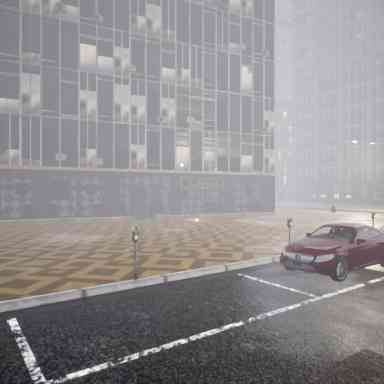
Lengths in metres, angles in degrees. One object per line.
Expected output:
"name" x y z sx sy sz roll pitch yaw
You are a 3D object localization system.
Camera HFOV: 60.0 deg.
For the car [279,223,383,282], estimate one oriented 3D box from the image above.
"car" 4.383 1.579 9.697 4.206 1.307 1.802 0 0 -36
